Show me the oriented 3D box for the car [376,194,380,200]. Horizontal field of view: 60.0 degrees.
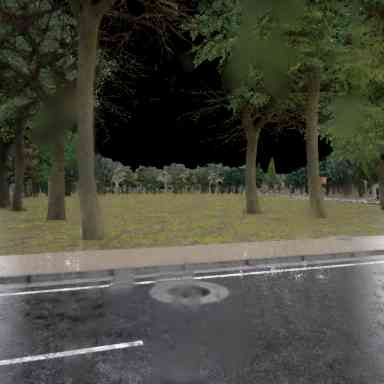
[{"bbox_3d":[45.389,1.256,79.968,1.994,1.385,4.181,0,0,5],"label":"car"}]
